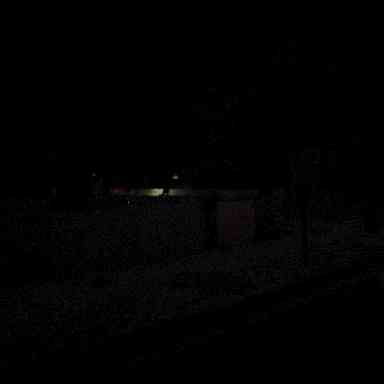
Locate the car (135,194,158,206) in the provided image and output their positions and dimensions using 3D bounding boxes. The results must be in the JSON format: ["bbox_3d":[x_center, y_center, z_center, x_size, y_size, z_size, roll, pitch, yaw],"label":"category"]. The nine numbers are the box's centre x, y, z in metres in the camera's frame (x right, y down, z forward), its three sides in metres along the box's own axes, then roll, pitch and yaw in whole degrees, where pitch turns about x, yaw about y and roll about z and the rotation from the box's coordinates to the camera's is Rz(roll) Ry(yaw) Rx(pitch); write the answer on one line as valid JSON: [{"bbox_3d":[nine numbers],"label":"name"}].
[{"bbox_3d":[-5.243,0.934,36.517,1.994,1.385,4.181,-2,1,-39],"label":"car"}]

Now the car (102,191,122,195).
[{"bbox_3d":[-11.813,0.618,49.884,1.882,1.535,5.008,-2,1,-38],"label":"car"}]

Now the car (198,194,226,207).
[{"bbox_3d":[2.386,0.881,32.250,2.033,1.411,5.357,-2,1,-39],"label":"car"}]
